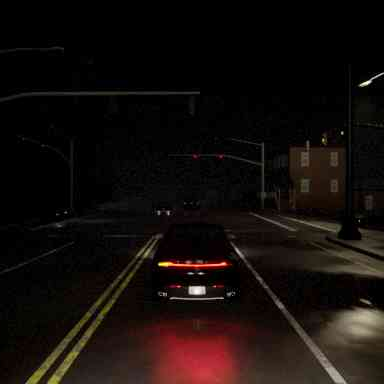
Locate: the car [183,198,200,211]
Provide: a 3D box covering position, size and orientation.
[{"bbox_3d":[-0.010,1.627,42.764,2.097,1.767,4.553,0,-5,1],"label":"car"}]

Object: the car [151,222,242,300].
[{"bbox_3d":[0.086,1.505,8.346,1.837,1.490,4.892,0,0,0],"label":"car"}]

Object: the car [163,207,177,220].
[{"bbox_3d":[-3.687,3.719,56.244,2.033,1.411,5.357,0,-12,0],"label":"car"}]

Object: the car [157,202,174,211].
[{"bbox_3d":[-3.673,2.056,45.643,2.033,1.411,5.357,0,-4,0],"label":"car"}]

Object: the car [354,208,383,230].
[{"bbox_3d":[16.625,2.400,28.834,5.566,2.045,2.150,9,0,0],"label":"car"}]

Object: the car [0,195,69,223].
[{"bbox_3d":[-12.421,1.222,25.448,5.566,2.045,2.150,0,0,1],"label":"car"}]
